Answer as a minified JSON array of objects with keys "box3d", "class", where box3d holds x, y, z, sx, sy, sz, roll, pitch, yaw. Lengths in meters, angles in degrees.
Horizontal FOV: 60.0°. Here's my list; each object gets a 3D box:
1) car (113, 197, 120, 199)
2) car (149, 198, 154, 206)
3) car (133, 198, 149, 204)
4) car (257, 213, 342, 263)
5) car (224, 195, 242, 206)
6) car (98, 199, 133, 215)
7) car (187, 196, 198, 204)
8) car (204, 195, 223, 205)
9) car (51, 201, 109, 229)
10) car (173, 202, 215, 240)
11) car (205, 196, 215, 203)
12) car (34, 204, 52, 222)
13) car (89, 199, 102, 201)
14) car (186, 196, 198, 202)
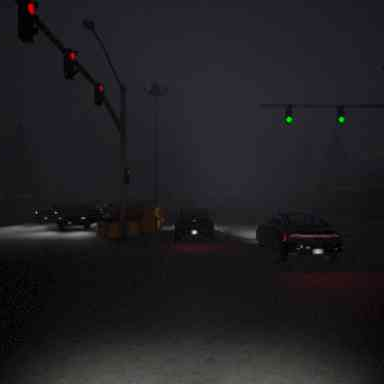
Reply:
[{"box3d":[-10.484,1.506,46.783,1.812,1.442,4.674,0,0,0],"class":"car"},{"box3d":[-7.002,1.578,52.276,1.895,1.301,4.718,0,0,0],"class":"car"},{"box3d":[-7.016,1.530,41.085,2.033,1.411,5.357,0,0,1],"class":"car"},{"box3d":[3.605,1.486,11.936,2.128,1.511,4.902,0,0,0],"class":"car"},{"box3d":[7.018,1.329,54.981,2.097,1.767,4.553,0,0,0],"class":"car"},{"box3d":[-7.078,1.588,30.716,1.895,1.301,4.718,0,0,0],"class":"car"},{"box3d":[0.021,1.520,64.180,2.033,1.411,5.357,0,0,0],"class":"car"},{"box3d":[3.519,1.328,56.447,2.097,1.767,4.553,0,0,0],"class":"car"},{"box3d":[-7.092,1.517,21.615,1.812,1.442,4.674,0,0,0],"class":"car"},{"box3d":[0.107,1.498,16.899,1.837,1.490,4.892,0,0,0],"class":"car"},{"box3d":[3.523,1.475,66.728,1.837,1.490,4.892,0,0,1],"class":"car"},{"box3d":[-10.587,1.590,26.324,1.895,1.301,4.718,0,0,0],"class":"car"},{"box3d":[-10.549,1.510,36.499,1.812,1.442,4.674,0,0,0],"class":"car"},{"box3d":[0.020,1.469,53.875,2.128,1.511,4.902,0,0,0],"class":"car"}]
